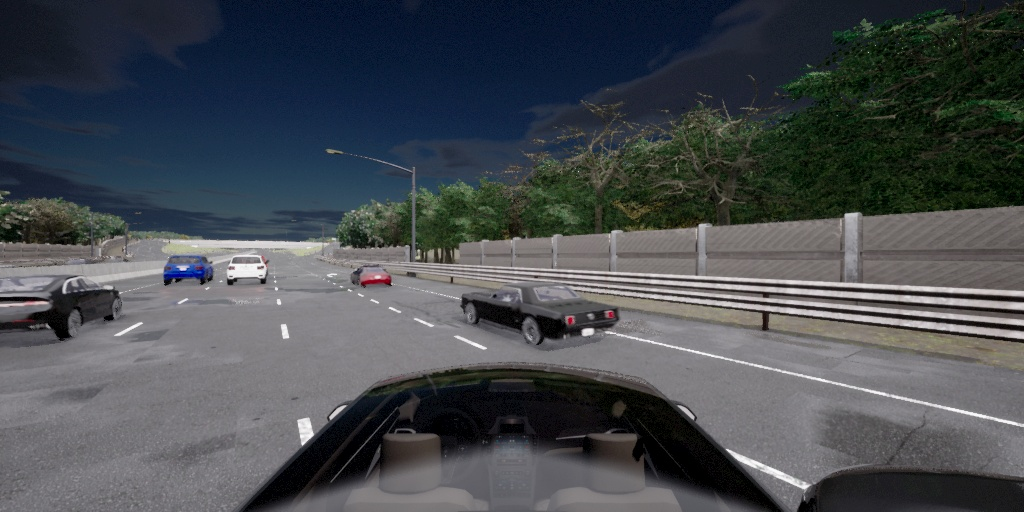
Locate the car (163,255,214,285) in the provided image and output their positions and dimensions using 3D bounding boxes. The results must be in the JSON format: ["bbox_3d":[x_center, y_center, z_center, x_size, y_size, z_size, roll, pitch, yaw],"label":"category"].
[{"bbox_3d":[-23.412,0.955,26.096,2.150,2.045,5.566,0,0,-34],"label":"car"}]

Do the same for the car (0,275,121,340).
[{"bbox_3d":[-12.129,1.238,9.341,2.128,1.511,4.902,0,0,-34],"label":"car"}]

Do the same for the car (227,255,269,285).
[{"bbox_3d":[-19.275,0.957,26.216,2.150,2.045,5.566,0,0,-34],"label":"car"}]

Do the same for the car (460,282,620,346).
[{"bbox_3d":[0.398,1.350,9.570,1.895,1.301,4.718,0,0,-34],"label":"car"}]

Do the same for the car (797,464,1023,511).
[{"bbox_3d":[2.985,1.315,0.468,4.181,1.385,1.994,0,0,34],"label":"car"}]

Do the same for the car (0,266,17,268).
[{"bbox_3d":[-34.929,1.327,24.066,1.895,1.301,4.718,0,0,-34],"label":"car"}]

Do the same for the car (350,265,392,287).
[{"bbox_3d":[-9.658,1.307,24.453,1.994,1.385,4.181,0,0,-34],"label":"car"}]
